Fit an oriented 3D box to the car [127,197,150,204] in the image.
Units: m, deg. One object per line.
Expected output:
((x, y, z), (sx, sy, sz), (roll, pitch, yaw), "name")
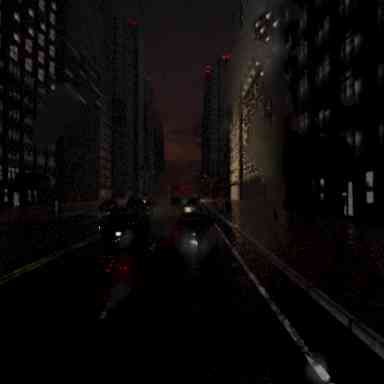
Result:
((-6.595, 1.637, 40.124), (1.812, 1.442, 4.674), (0, 0, 0), "car")

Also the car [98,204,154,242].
((-3.157, 1.558, 16.685), (1.837, 1.490, 4.892), (0, -1, 0), "car")

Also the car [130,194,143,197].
((-9.792, 1.379, 58.001), (2.150, 2.045, 5.566), (0, 0, 1), "car")

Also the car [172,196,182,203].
((-3.251, 1.604, 73.552), (1.837, 1.490, 4.892), (0, 0, 0), "car")

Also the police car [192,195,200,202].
((0.974, 1.658, 83.424), (1.930, 1.638, 5.238), (0, 0, 0), "police car")

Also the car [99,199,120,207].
((-9.845, 1.637, 40.121), (1.812, 1.442, 4.674), (0, 0, 0), "car")

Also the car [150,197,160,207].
((-6.564, 1.660, 55.946), (1.837, 1.490, 4.892), (0, 0, 0), "car")

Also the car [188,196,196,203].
((-0.001, 1.592, 73.135), (1.837, 1.490, 4.892), (0, 0, 0), "car")

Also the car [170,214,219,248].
((0.093, 1.640, 14.827), (1.895, 1.301, 4.718), (0, 0, 0), "car")

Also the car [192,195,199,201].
((0.974, 1.717, 93.506), (1.801, 1.575, 5.366), (0, 0, 0), "car")

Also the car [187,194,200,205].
((0.000, 1.652, 62.711), (1.882, 1.535, 5.008), (0, 0, 0), "car")

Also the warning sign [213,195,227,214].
((2.834, 1.208, 33.326), (1.300, 1.860, 1.060), (-1, -1, 0), "warning sign")

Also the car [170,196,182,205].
((-3.251, 1.723, 63.127), (2.033, 1.411, 5.357), (0, 0, 0), "car")
